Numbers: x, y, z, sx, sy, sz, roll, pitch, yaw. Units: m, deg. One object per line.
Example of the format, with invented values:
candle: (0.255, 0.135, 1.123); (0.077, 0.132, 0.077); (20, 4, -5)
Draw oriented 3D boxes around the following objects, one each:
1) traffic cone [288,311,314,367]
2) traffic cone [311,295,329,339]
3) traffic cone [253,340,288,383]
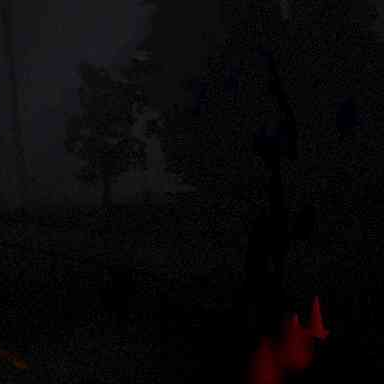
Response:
traffic cone: (1.375, 1.939, 4.459); (0.340, 0.580, 0.340); (1, 1, 36)
traffic cone: (1.957, 1.940, 5.272); (0.340, 0.580, 0.340); (1, 1, 36)
traffic cone: (0.793, 1.938, 3.645); (0.340, 0.580, 0.340); (1, 1, 36)
